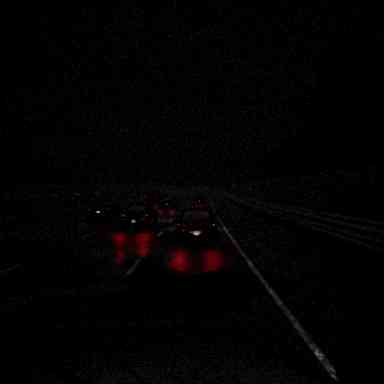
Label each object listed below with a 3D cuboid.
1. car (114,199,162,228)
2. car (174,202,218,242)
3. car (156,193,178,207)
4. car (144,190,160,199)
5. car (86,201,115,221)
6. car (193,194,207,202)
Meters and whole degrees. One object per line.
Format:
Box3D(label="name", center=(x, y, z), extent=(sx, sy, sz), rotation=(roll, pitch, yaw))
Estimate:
Box3D(label="car", center=(-3.207, 1.384, 20.701), extent=(1.812, 1.442, 4.674), rotation=(0, 1, 1))
Box3D(label="car", center=(0.208, 1.439, 15.638), extent=(1.812, 1.442, 4.674), rotation=(0, 1, 1))
Box3D(label="car", center=(-2.733, 1.186, 39.302), extent=(1.812, 1.442, 4.674), rotation=(0, 1, 2))
Box3D(label="car", center=(-5.820, 0.752, 50.403), extent=(2.150, 2.045, 5.566), rotation=(0, 1, 2))
Box3D(label="car", center=(-6.613, 1.370, 25.601), extent=(1.994, 1.385, 4.181), rotation=(0, 1, 1))
Box3D(label="car", center=(1.191, 1.037, 50.404), extent=(1.837, 1.490, 4.892), rotation=(0, 1, 2))
